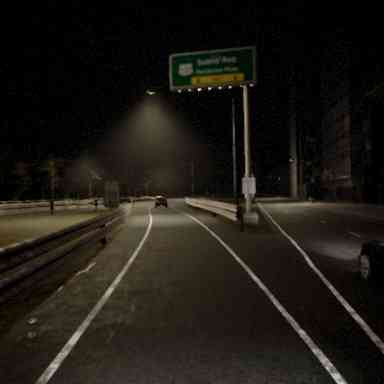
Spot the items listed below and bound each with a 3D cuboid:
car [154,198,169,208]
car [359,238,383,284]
[{"bbox_3d":[-4.543,1.616,49.362,1.837,1.490,4.892,-1,0,-5],"label":"car"},{"bbox_3d":[4.928,1.454,6.656,2.128,1.511,4.902,-1,0,10],"label":"car"}]
